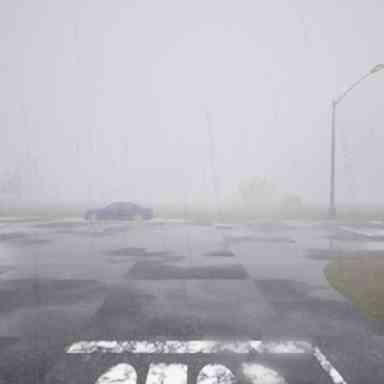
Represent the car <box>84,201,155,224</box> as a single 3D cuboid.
[{"bbox_3d":[-5.161,1.407,23.837,5.008,1.535,1.882,1,1,0],"label":"car"}]
